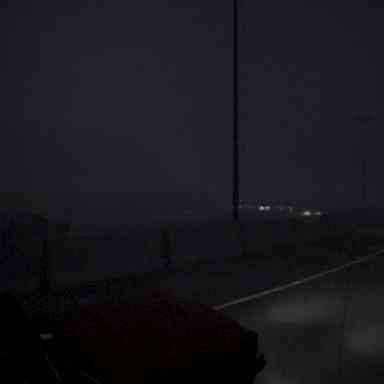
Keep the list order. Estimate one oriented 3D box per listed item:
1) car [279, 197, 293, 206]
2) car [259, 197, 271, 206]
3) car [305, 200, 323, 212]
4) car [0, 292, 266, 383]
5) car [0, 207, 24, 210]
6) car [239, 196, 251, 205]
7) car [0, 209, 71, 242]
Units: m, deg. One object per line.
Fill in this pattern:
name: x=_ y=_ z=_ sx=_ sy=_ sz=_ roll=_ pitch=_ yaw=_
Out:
car: x=16.215 y=1.675 z=57.865 sx=1.812 sy=1.442 sz=4.674 roll=0 pitch=0 yaw=9
car: x=12.873 y=1.654 z=59.007 sx=2.128 sy=1.511 sz=4.902 roll=0 pitch=0 yaw=8
car: x=14.855 y=1.660 z=40.450 sx=1.994 sy=1.385 sz=4.181 roll=0 pitch=0 yaw=22
car: x=-1.575 y=1.615 z=2.780 sx=4.718 sy=1.301 sz=1.895 roll=0 pitch=0 yaw=-36
car: x=-11.737 y=1.590 z=17.265 sx=4.892 sy=1.490 sz=1.837 roll=0 pitch=0 yaw=-38
car: x=9.542 y=1.555 z=60.303 sx=2.097 sy=1.767 sz=4.553 roll=0 pitch=0 yaw=6
car: x=-8.277 y=1.672 z=15.486 sx=4.718 sy=1.301 sz=1.895 roll=0 pitch=0 yaw=-38
